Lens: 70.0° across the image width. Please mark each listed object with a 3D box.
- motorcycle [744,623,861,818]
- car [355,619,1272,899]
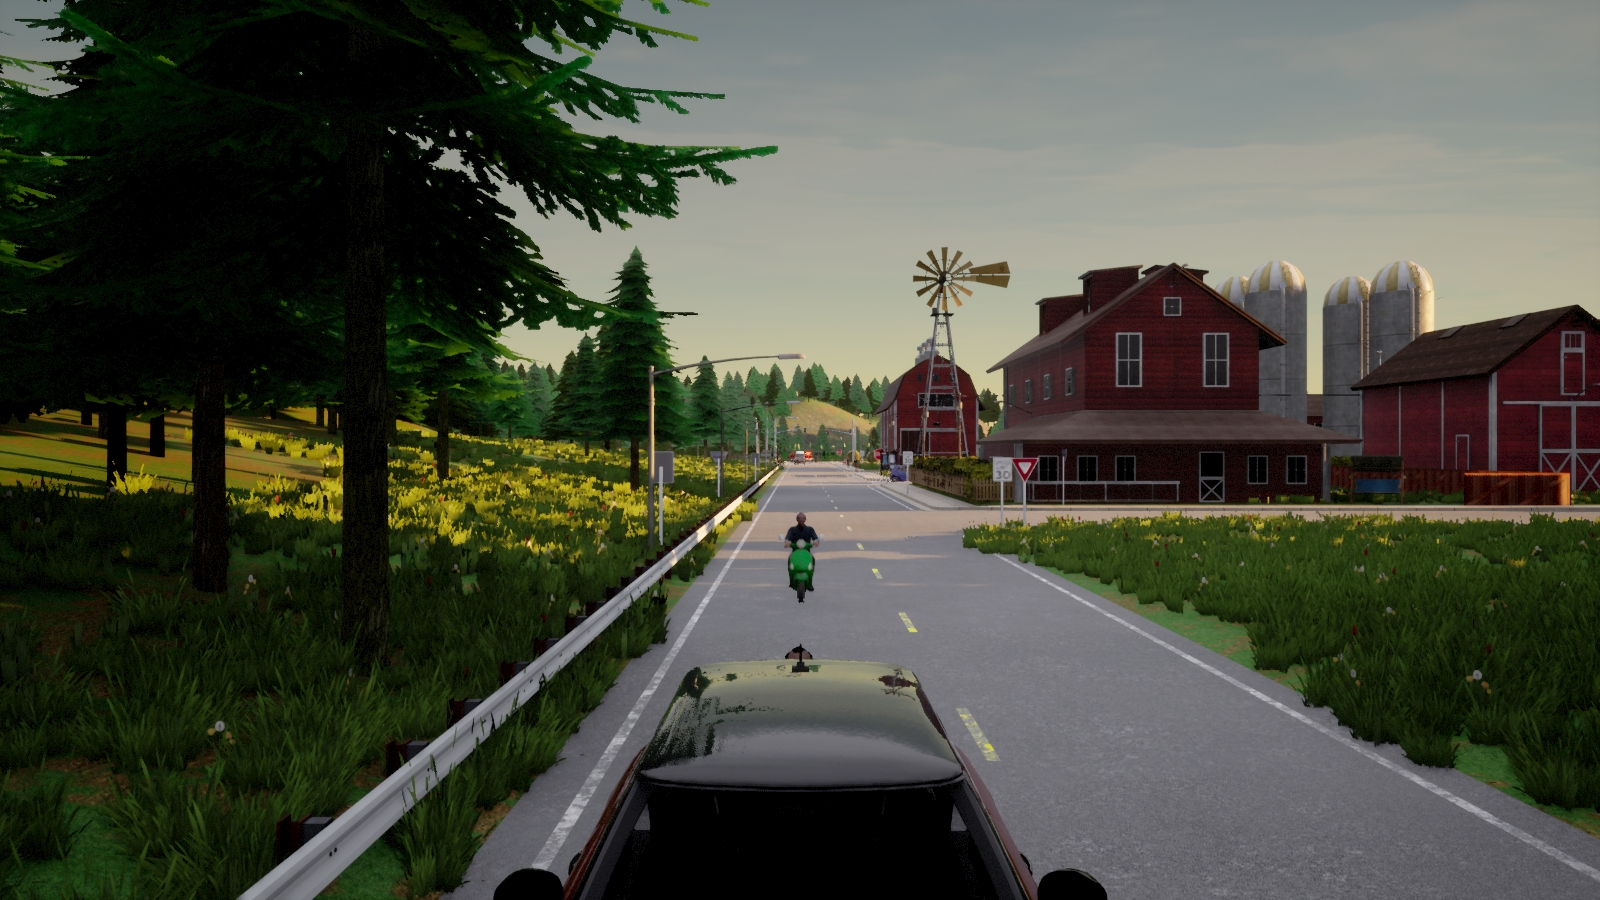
[{"bbox_3d":[0.014,2.231,9.841,0.867,1.251,2.209,-1,-3,0],"label":"motorcycle"},{"bbox_3d":[0.032,1.899,4.503,2.097,1.767,4.553,0,0,0],"label":"car"}]
